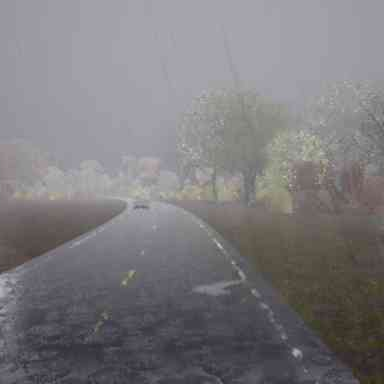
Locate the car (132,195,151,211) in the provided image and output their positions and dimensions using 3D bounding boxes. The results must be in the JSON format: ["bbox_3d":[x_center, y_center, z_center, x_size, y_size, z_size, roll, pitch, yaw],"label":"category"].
[{"bbox_3d":[-5.966,1.425,39.120,2.033,1.411,5.357,0,0,-8],"label":"car"}]

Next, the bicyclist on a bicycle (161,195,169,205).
[{"bbox_3d":[-3.855,1.267,50.684,0.866,1.612,1.509,0,0,-11],"label":"bicyclist on a bicycle"}]
